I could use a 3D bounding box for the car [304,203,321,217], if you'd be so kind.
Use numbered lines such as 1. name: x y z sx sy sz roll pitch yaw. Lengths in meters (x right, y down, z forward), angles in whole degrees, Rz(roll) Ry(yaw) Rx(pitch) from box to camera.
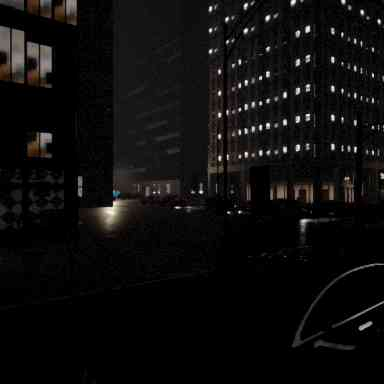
1. car: 8.182 1.308 28.499 1.837 1.490 4.892 0 1 -32

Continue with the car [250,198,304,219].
1. car: 6.417 1.399 26.558 1.802 1.307 4.206 1 0 -32

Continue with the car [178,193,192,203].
1. car: -2.444 1.057 45.176 1.882 1.535 5.008 0 1 -34

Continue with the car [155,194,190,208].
1. car: -2.477 1.211 40.515 1.802 1.307 4.206 1 0 -33

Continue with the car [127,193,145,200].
1. car: -11.498 0.864 67.799 1.947 1.339 4.313 1 0 -36

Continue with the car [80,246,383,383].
1. car: 1.212 1.505 3.955 4.892 1.490 1.837 0 0 -36

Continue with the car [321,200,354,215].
1. car: 13.037 1.377 31.249 1.802 1.307 4.206 1 0 -32

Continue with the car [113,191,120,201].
1. car: -14.969 0.919 58.893 1.887 1.381 4.507 1 0 -35

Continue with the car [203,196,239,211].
1. car: 3.164 1.189 36.463 2.128 1.511 4.902 0 1 -32

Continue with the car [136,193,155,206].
1. car: -5.425 1.093 45.011 1.752 1.417 4.829 1 0 -33

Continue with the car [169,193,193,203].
1. car: -1.855 0.926 54.351 1.967 1.590 4.097 1 0 -35

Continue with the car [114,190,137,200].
1. car: -13.275 0.786 65.980 1.882 1.535 5.008 0 1 -36
